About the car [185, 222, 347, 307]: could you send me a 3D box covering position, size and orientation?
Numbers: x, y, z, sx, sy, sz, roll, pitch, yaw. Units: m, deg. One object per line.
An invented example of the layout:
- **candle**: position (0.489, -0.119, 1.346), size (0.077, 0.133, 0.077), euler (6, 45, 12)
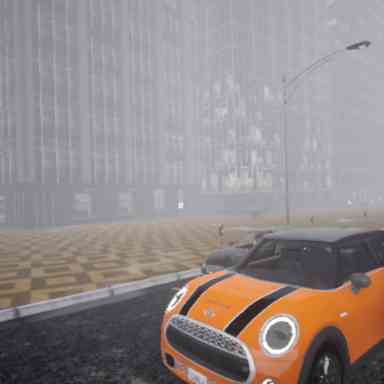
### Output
- **car**: position (2.161, 1.649, 8.903), size (4.403, 1.369, 2.008), euler (0, -2, -42)

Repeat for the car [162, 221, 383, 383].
- **car**: position (1.741, 1.404, 5.069), size (4.553, 1.767, 2.097), euler (0, -1, -41)
